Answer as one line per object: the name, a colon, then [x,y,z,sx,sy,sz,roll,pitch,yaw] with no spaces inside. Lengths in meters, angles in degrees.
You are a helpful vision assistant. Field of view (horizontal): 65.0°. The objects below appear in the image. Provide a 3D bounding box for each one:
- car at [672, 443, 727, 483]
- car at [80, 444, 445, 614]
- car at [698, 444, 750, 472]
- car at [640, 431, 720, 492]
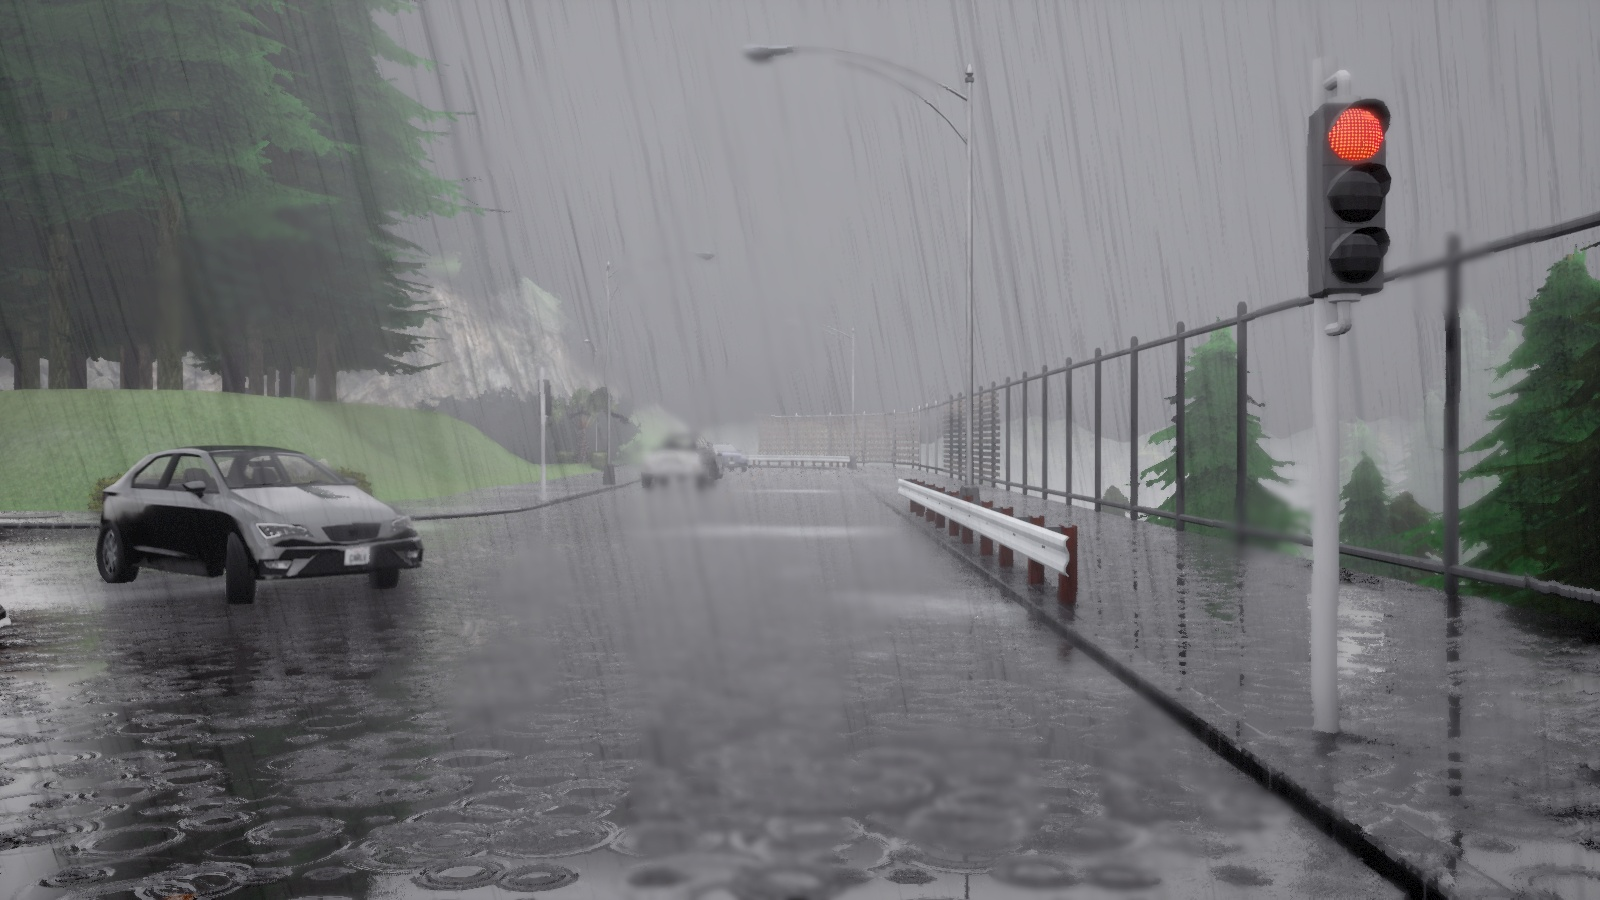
car: [-3.912,0.478,49.425,1.845,1.501,3.633,0,0,0]
car: [-5.658,0.682,12.988,4.193,1.474,1.816,0,0,41]
car: [-4.079,0.394,66.592,1.812,1.442,4.674,0,0,-15]
car: [-3.834,0.330,40.803,1.932,1.855,4.605,0,0,3]
